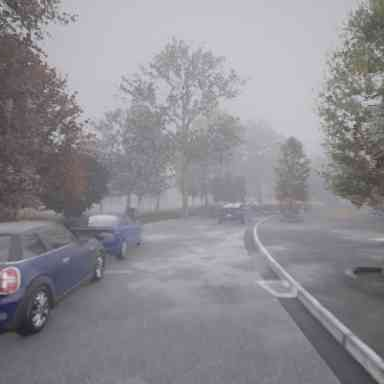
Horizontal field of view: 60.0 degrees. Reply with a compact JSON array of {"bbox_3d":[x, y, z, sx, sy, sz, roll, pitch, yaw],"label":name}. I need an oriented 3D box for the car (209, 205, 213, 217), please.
[{"bbox_3d":[3.412,1.725,34.247,2.231,1.521,4.892,-2,-1,29],"label":"car"}]

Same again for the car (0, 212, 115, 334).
[{"bbox_3d":[-3.402,1.378,6.998,2.185,1.767,4.553,-1,0,2],"label":"car"}]

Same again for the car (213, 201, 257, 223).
[{"bbox_3d":[3.377,1.496,25.324,1.882,1.535,5.008,-2,-1,19],"label":"car"}]

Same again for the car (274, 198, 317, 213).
[{"bbox_3d":[12.627,1.465,40.379,2.150,2.045,5.566,-4,-4,42],"label":"car"}]

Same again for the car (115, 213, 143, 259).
[{"bbox_3d":[-3.161,1.513,12.700,2.097,1.535,5.008,0,0,2],"label":"car"}]

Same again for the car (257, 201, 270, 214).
[{"bbox_3d":[6.851,1.817,38.993,2.097,1.535,5.008,-3,-4,36],"label":"car"}]

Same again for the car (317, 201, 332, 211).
[{"bbox_3d":[19.142,2.129,50.597,4.892,1.521,2.231,1,-4,-32],"label":"car"}]
